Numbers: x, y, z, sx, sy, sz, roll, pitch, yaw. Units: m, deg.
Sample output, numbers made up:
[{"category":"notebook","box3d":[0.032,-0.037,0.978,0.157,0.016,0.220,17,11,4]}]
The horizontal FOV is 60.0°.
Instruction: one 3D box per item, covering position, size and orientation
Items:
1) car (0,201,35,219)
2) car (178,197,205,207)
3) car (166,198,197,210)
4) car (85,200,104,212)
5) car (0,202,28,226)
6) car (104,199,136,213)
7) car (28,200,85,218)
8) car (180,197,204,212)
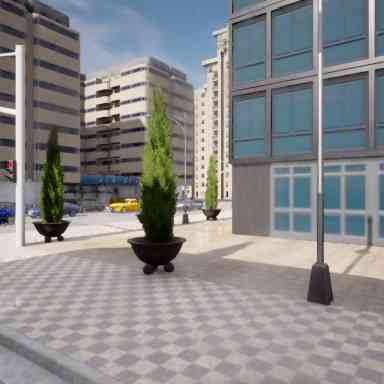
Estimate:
[{"category":"car","box3d":[-17.144,1.603,29.756,2.033,1.411,5.357,0,0,35]},{"category":"car","box3d":[-0.023,1.581,53.833,1.812,1.442,4.674,0,0,36]},{"category":"car","box3d":[-1.383,1.581,45.911,1.812,1.442,4.674,0,0,35]},{"category":"car","box3d":[-11.806,1.619,37.283,1.994,1.385,4.181,0,0,35]},{"category":"car","box3d":[-13.961,1.535,21.996,1.882,1.535,5.008,0,0,38]},{"category":"car","box3d":[-7.163,1.533,37.783,1.882,1.535,5.008,0,0,35]},{"category":"car","box3d":[-12.488,1.581,30.236,1.812,1.442,4.674,0,0,35]},{"category":"car","box3d":[-0.495,1.656,40.784,1.895,1.301,4.718,0,0,35]}]
